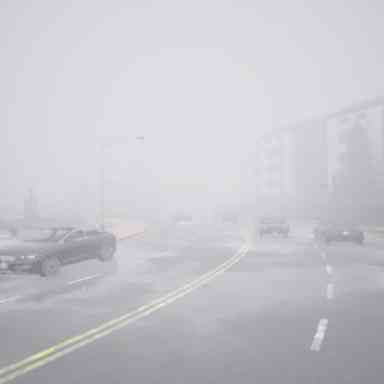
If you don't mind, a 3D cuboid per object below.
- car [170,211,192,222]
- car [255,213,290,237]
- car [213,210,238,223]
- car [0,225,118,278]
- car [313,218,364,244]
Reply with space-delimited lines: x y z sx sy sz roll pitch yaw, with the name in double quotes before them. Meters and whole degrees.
"car" -1.496 3.283 45.395 1.994 1.385 4.181 0 -2 -24
"car" 5.544 2.408 23.512 1.895 1.301 4.718 -1 -2 6
"car" 3.957 2.941 40.195 2.128 1.511 4.902 0 -2 -15
"car" -4.699 2.023 12.231 2.128 1.511 4.902 -2 -2 23
"car" 8.400 2.177 19.365 1.994 1.385 4.181 -1 -2 11
